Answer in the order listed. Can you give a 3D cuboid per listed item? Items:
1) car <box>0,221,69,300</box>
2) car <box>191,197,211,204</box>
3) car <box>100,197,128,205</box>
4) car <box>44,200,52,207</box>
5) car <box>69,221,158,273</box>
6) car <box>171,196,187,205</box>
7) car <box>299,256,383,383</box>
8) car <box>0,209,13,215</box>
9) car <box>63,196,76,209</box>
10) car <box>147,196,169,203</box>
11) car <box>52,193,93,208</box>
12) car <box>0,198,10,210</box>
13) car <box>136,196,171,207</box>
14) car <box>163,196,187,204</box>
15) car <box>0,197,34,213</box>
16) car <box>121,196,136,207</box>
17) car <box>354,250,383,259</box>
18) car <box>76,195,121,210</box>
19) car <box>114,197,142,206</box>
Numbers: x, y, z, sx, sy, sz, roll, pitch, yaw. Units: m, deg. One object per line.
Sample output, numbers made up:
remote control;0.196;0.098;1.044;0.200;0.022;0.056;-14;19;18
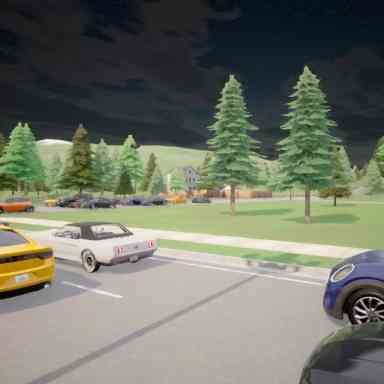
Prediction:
car;-5.235;1.478;7.708;5.008;1.535;1.882;0;0;35
car;1.672;1.564;61.434;1.994;1.385;4.181;0;0;37
car;-13.670;1.601;58.256;1.895;1.301;4.718;0;0;36
car;-19.691;1.477;50.022;1.882;1.535;5.008;0;0;36
car;-3.453;1.601;10.738;4.718;1.301;1.895;0;0;35
car;-2.908;1.478;61.119;1.882;1.535;5.008;0;0;36
car;3.085;1.505;1.775;4.892;1.490;1.837;0;0;35
car;-10.861;1.601;16.006;4.718;1.301;1.895;0;0;35
car;-14.684;1.564;45.011;1.994;1.385;4.181;0;0;36
car;-6.870;1.526;67.476;1.812;1.442;4.674;0;0;37
car;-16.727;1.223;48.145;2.150;2.045;5.566;0;0;36
car;-25.913;1.548;41.493;2.033;1.411;5.357;0;0;36
car;-5.858;1.504;51.168;1.837;1.490;4.892;0;0;36
car;-3.379;1.492;66.345;2.128;1.511;4.902;0;0;37
car;-18.566;1.351;33.693;2.097;1.767;4.553;0;0;36
car;-9.245;1.351;52.462;2.097;1.767;4.553;0;0;36
car;4.480;1.352;5.081;4.553;1.767;2.097;0;0;36
car;-11.983;1.506;42.775;1.837;1.490;4.892;0;0;36
car;-10.793;1.601;56.271;1.895;1.301;4.718;0;0;36
